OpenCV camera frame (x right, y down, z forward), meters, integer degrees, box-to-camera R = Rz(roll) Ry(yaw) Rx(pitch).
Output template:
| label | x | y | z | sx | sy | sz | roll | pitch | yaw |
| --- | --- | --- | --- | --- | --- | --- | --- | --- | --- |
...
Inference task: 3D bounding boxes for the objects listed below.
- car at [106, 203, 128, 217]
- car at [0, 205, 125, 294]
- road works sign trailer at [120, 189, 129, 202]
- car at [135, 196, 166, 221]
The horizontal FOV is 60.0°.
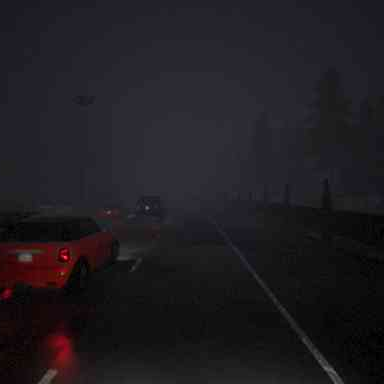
| label | x | y | z | sx | sy | sz | roll | pitch | yaw |
| --- | --- | --- | --- | --- | --- | --- | --- | --- | --- |
| car | -6.986 | 1.692 | 29.782 | 1.994 | 1.385 | 4.181 | 0 | 0 | -1 |
| car | -3.439 | 1.390 | 9.028 | 2.097 | 1.767 | 4.553 | 0 | 0 | 0 |
| road works sign trailer | -18.735 | 0.853 | 90.861 | 2.380 | 3.560 | 2.880 | 0 | 0 | -37 |
| car | -3.452 | 1.341 | 28.216 | 2.150 | 2.045 | 5.566 | 0 | 0 | 0 |
